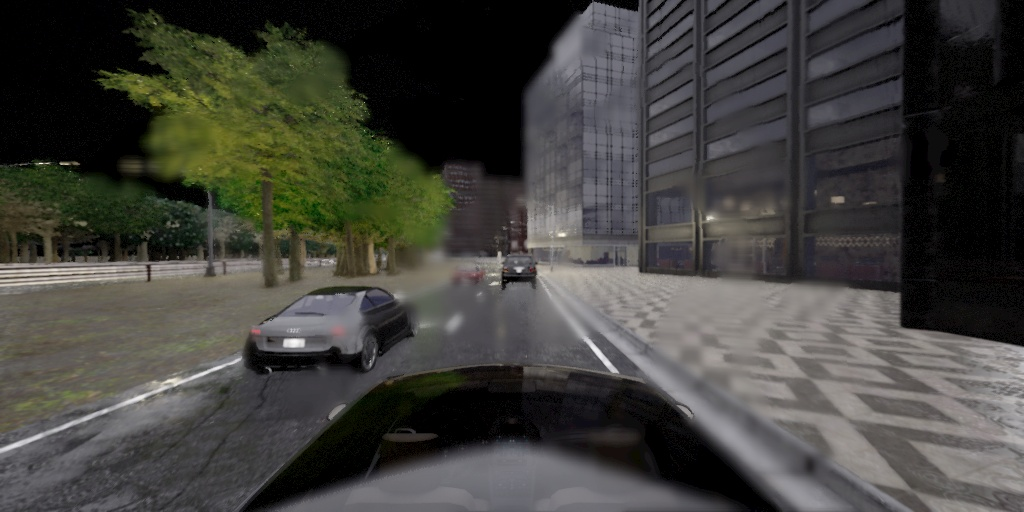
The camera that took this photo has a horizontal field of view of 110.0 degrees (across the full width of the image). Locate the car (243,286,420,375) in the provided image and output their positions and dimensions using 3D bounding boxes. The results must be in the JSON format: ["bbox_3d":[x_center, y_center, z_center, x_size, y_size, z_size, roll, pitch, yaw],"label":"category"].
[{"bbox_3d":[-3.347,1.308,7.539,1.994,1.385,4.181,0,0,0],"label":"car"}]

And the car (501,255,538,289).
[{"bbox_3d":[0.481,0.929,22.939,2.150,2.045,5.566,0,0,2],"label":"car"}]

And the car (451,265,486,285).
[{"bbox_3d":[-2.953,1.310,25.456,1.895,1.301,4.718,0,0,1],"label":"car"}]
